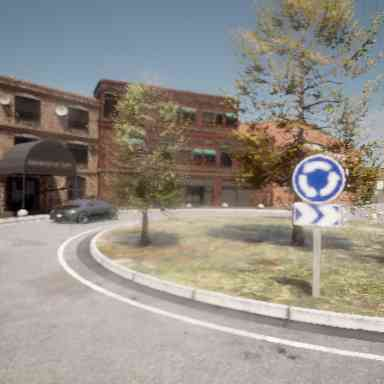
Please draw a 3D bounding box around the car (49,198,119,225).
[{"bbox_3d":[-6.312,1.077,19.863,1.994,1.385,4.181,2,1,28],"label":"car"}]
